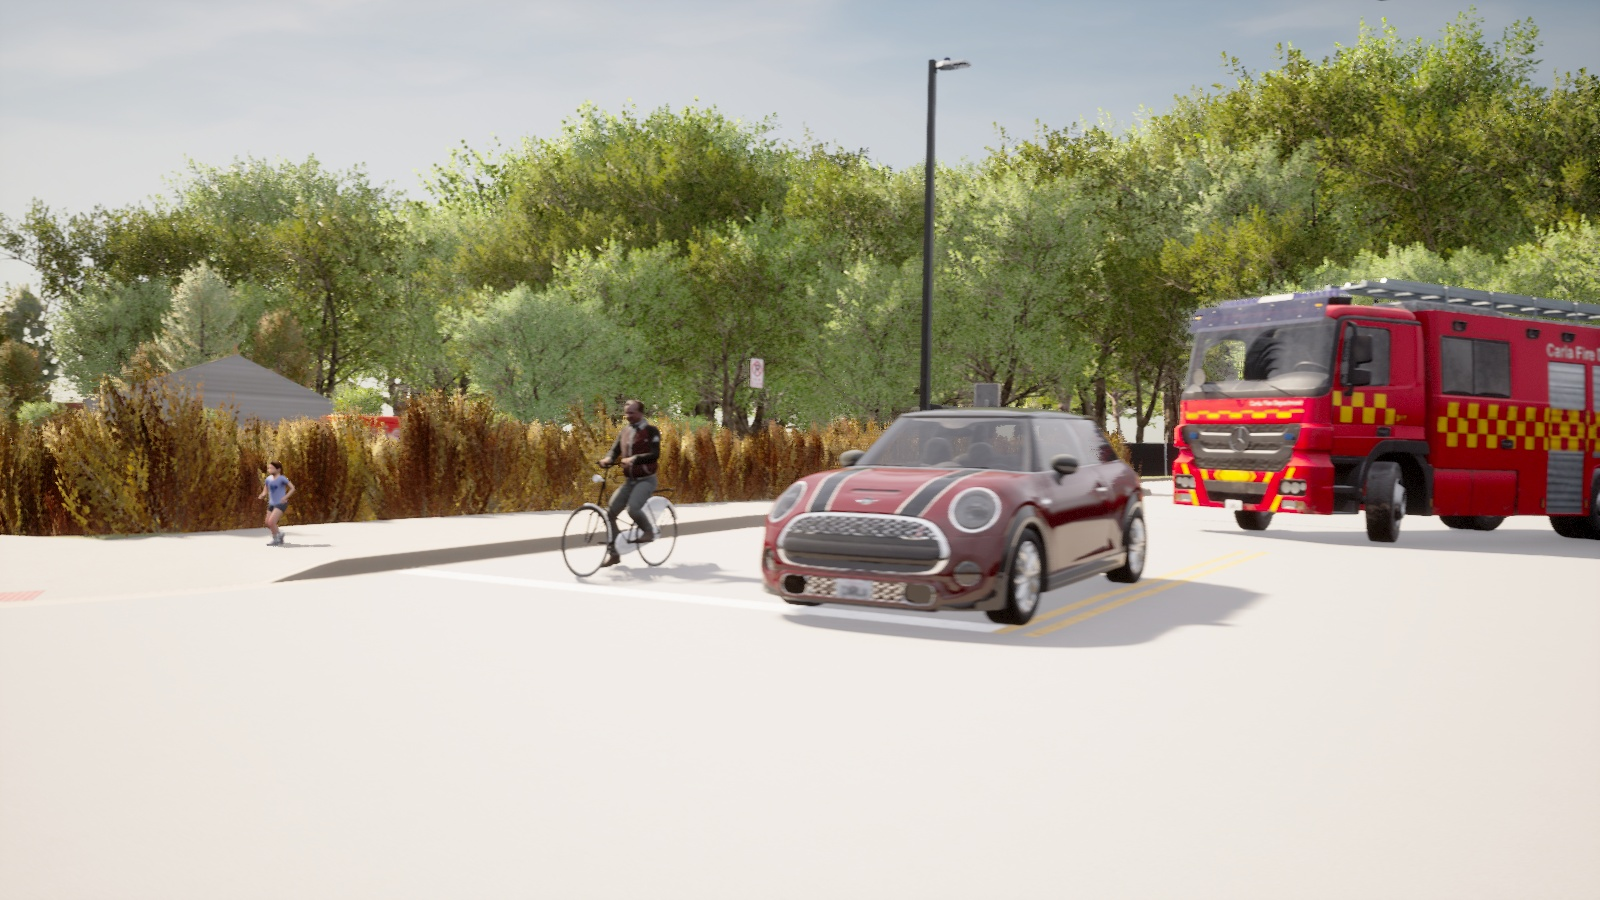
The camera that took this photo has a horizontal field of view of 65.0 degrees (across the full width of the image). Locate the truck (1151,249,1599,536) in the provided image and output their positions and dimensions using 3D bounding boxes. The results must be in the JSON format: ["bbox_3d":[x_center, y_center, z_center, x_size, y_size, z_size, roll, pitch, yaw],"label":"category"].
[{"bbox_3d":[9.862,-0.736,19.900,8.468,3.827,2.891,1,0,-26],"label":"truck"}]

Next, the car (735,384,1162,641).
[{"bbox_3d":[1.562,0.382,11.104,2.097,1.767,4.553,0,1,30],"label":"car"}]

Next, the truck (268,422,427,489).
[{"bbox_3d":[-17.565,0.193,48.901,5.204,2.467,2.627,0,1,-44],"label":"truck"}]

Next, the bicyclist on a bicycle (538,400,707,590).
[{"bbox_3d":[-1.753,0.401,12.682,0.659,1.776,1.843,0,1,31],"label":"bicyclist on a bicycle"}]

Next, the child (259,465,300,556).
[{"bbox_3d":[-6.418,0.735,15.482,0.255,1.110,0.394,0,0,25],"label":"child"}]
